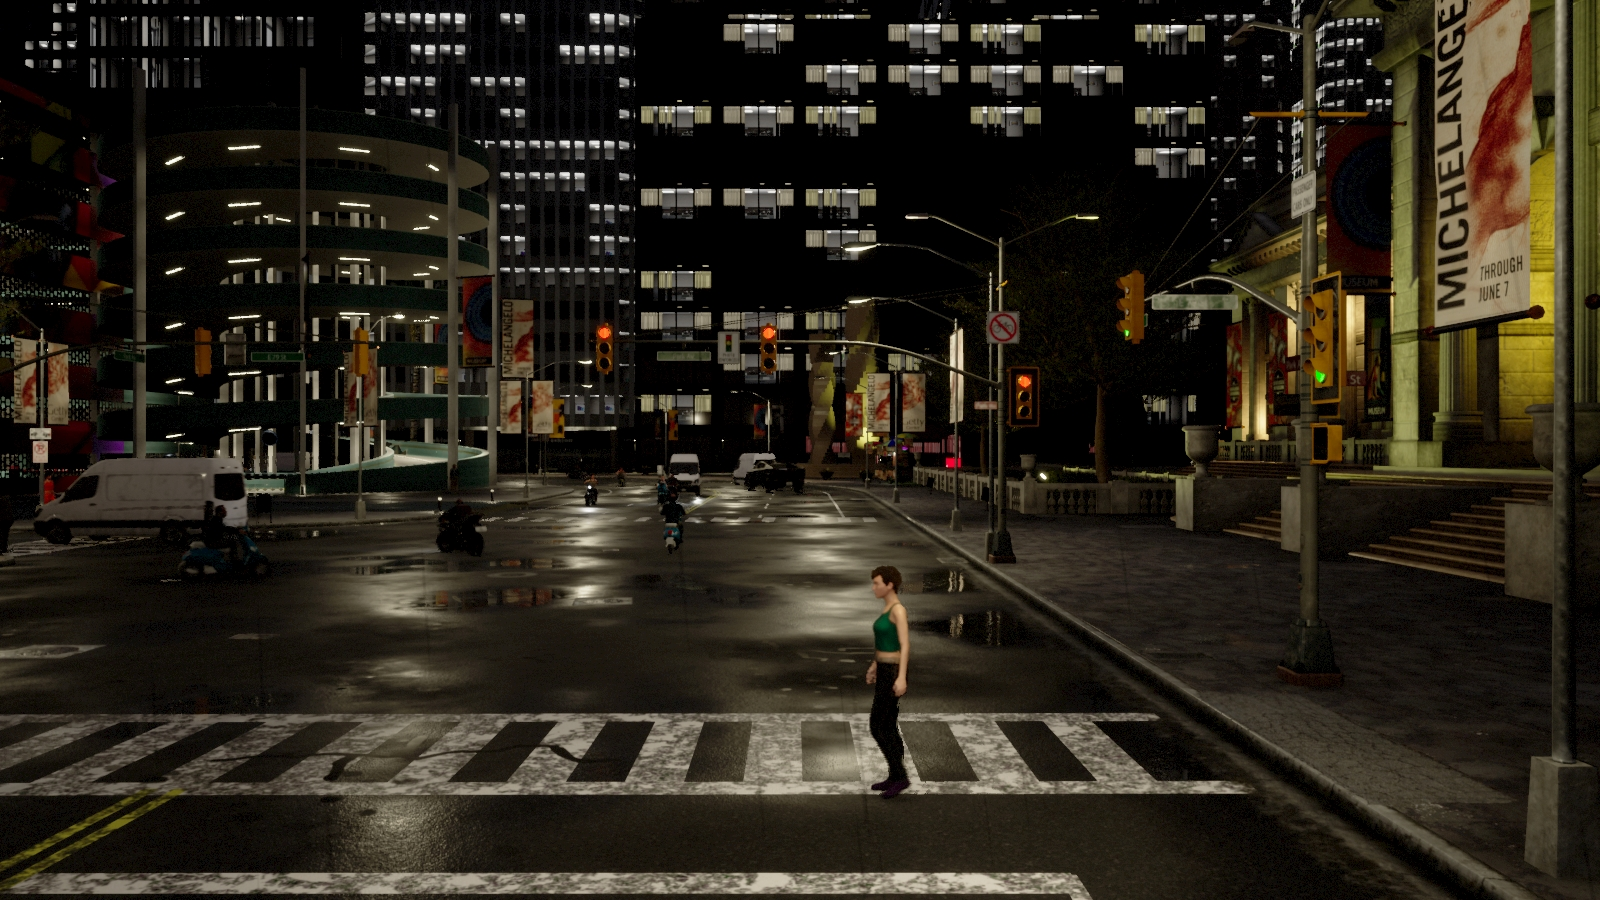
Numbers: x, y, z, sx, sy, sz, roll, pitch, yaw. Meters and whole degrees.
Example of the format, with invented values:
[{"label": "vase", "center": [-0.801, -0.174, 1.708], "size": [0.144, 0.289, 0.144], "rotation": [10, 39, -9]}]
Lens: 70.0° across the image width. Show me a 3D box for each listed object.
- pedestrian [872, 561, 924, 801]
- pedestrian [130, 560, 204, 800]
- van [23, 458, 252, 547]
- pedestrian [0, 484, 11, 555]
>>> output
[{"label": "pedestrian", "center": [0.788, 1.849, 9.242], "size": [0.375, 1.860, 0.375], "rotation": [0, 0, -3]}, {"label": "pedestrian", "center": [-5.156, 1.848, 9.310], "size": [0.375, 1.860, 0.375], "rotation": [0, 0, 18]}, {"label": "van", "center": [-19.931, 1.534, 34.473], "size": [5.915, 2.561, 1.988], "rotation": [0, 0, 5]}, {"label": "pedestrian", "center": [-21.172, 1.848, 30.280], "size": [0.375, 1.860, 0.375], "rotation": [0, 0, -26]}]
